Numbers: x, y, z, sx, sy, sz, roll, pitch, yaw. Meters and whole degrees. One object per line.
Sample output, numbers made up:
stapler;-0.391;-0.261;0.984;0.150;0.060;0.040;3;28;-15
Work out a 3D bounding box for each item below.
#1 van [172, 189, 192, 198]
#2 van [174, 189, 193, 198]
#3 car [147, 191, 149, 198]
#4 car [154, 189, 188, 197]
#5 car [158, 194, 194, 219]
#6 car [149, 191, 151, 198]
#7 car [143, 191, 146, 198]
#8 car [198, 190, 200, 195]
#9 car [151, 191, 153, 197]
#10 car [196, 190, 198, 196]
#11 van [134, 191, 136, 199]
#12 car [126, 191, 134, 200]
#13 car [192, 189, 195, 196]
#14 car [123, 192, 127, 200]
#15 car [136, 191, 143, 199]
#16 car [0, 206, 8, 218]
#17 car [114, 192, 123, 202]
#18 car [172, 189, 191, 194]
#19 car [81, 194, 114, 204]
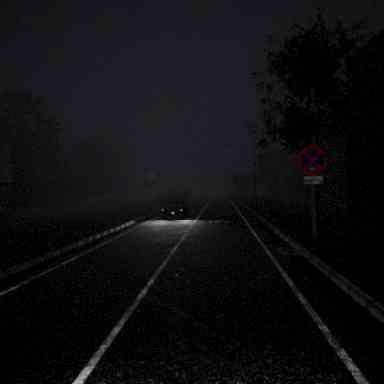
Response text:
van;-2.268;0.395;77.378;4.442;1.987;1.878;-2;0;5
van;-2.029;0.365;82.984;4.442;1.987;1.878;-2;0;5
car;-14.701;1.033;86.748;5.008;1.535;2.097;-2;0;5
car;-3.795;0.784;60.634;4.892;1.521;2.231;-2;1;5
car;-1.144;1.192;25.726;1.837;1.490;4.892;-2;1;5
car;-14.444;1.043;89.521;4.792;1.488;2.163;-2;0;5
car;-14.755;1.043;83.956;5.366;1.575;1.946;-2;0;5
car;-1.475;0.298;88.564;5.566;2.045;2.435;-2;0;5
car;-14.269;1.026;92.301;4.792;1.488;2.163;-2;0;5
car;-1.666;0.567;85.769;5.008;1.535;2.097;-2;0;5
van;-15.765;0.888;75.653;4.442;1.987;1.878;-2;0;5
car;-15.849;1.005;72.870;4.553;1.767;2.185;-2;0;5
car;-2.885;0.416;71.805;5.566;2.045;2.435;-2;0;5
car;-16.349;1.223;67.326;4.674;1.452;2.002;-2;0;5
car;-15.169;1.111;81.196;4.674;1.452;2.002;-2;0;5
car;-19.483;1.789;30.624;4.674;1.452;2.002;-2;1;5
car;-16.590;1.213;64.549;5.008;1.535;2.097;-2;1;5
car;-3.600;0.499;63.425;5.566;2.045;2.435;-2;0;5
car;-17.054;1.284;59.001;5.008;1.535;2.097;-2;1;5
